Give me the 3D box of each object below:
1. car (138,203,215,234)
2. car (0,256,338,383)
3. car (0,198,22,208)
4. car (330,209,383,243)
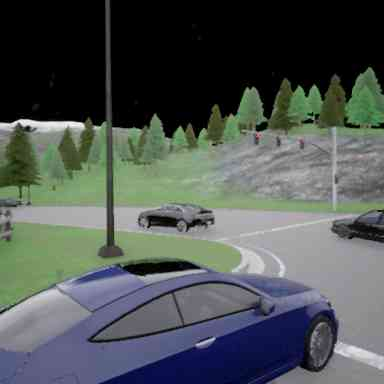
[{"bbox_3d":[-1.001,1.365,18.564,4.902,1.511,2.128,0,0,40],"label":"car"},{"bbox_3d":[-0.205,1.501,3.787,4.674,1.442,1.812,-1,1,-38],"label":"car"},{"bbox_3d":[-26.089,1.484,45.354,5.357,1.411,2.033,-1,0,5],"label":"car"},{"bbox_3d":[7.790,1.370,12.922,2.033,1.411,5.357,-1,0,-15],"label":"car"}]
